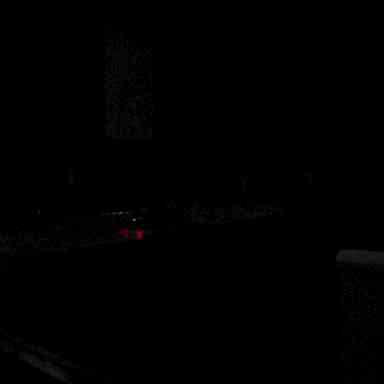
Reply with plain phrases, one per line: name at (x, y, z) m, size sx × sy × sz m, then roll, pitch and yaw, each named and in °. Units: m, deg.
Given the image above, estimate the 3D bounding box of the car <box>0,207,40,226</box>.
car at (-14.292, 1.873, 26.335) m, size 1.994 × 1.385 × 4.181 m, roll -1°, pitch 0°, yaw 32°

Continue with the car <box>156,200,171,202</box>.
car at (-3.924, 1.802, 42.720) m, size 1.882 × 1.535 × 5.008 m, roll -1°, pitch 0°, yaw 32°

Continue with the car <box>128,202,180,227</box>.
car at (-2.732, 1.719, 24.787) m, size 1.812 × 1.442 × 4.674 m, roll -1°, pitch 0°, yaw 32°
